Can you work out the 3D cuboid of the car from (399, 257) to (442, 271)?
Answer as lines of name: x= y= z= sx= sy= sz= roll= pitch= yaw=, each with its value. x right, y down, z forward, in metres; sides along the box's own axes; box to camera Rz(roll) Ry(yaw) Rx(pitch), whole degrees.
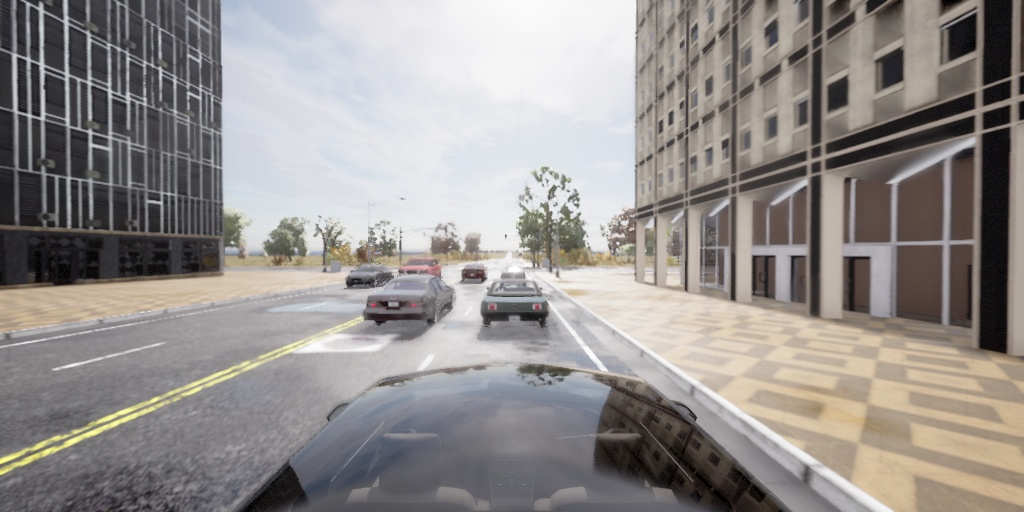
car: x=-6.594 y=1.087 z=26.311 sx=2.150 sy=2.045 sz=5.566 roll=0 pitch=0 yaw=0

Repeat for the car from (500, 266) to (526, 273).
car: x=0.087 y=1.413 z=26.484 sx=2.033 sy=1.411 sz=5.357 roll=0 pitch=0 yaw=0

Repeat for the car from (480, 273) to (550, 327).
car: x=0.084 y=1.401 z=11.806 sx=1.895 sy=1.301 sz=4.718 roll=0 pitch=0 yaw=0

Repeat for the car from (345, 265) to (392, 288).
car: x=-9.842 y=1.364 z=25.064 sx=1.837 sy=1.490 sz=4.892 roll=0 pitch=0 yaw=0

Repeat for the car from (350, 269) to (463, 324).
car: x=-3.162 y=1.349 z=12.097 sx=2.033 sy=1.411 sz=5.357 roll=0 pitch=0 yaw=0

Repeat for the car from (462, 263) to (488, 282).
car: x=-3.157 y=1.362 z=30.953 sx=1.882 sy=1.535 sz=5.008 roll=0 pitch=0 yaw=0
